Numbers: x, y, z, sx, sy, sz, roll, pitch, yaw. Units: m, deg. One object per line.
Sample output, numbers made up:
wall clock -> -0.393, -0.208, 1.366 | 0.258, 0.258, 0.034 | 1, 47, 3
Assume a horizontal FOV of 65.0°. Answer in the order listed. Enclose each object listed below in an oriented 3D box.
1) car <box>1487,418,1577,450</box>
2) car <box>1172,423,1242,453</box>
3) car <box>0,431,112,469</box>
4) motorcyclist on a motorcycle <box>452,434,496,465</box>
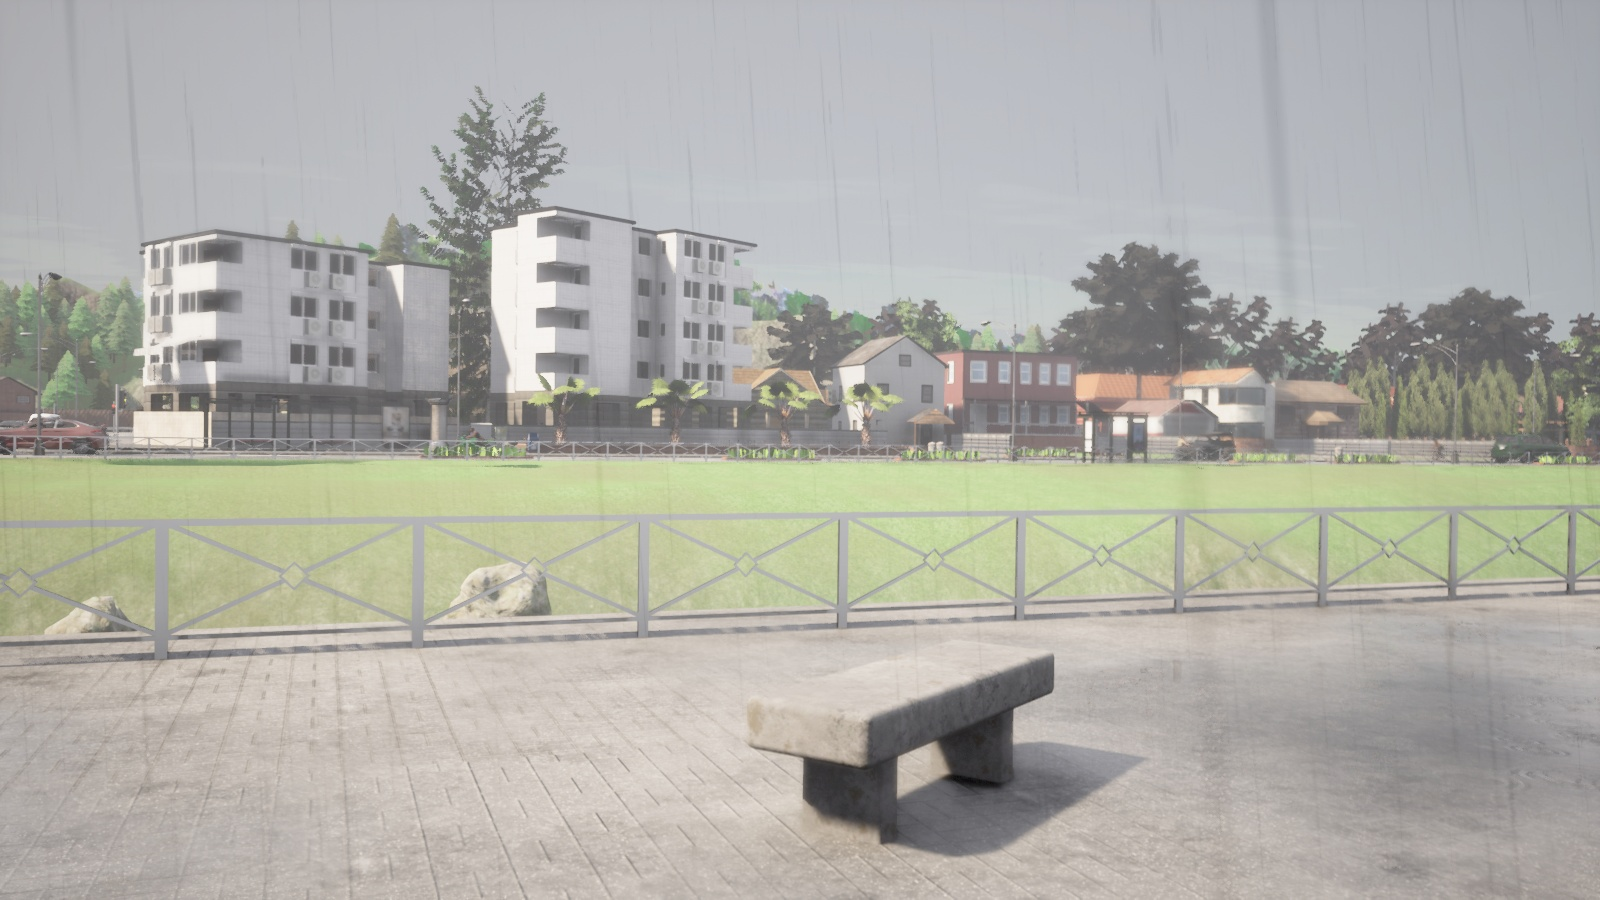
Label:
car -> 49.019, -1.100, 84.107 | 5.566, 2.045, 2.150 | -1, 1, -21
car -> 25.789, -0.784, 79.571 | 3.866, 1.878, 1.905 | -1, 1, -21
car -> -34.147, -0.019, 56.824 | 5.027, 1.651, 2.152 | -1, 1, -21
motorcyclist on a motorcycle -> -16.493, -0.046, 63.529 | 2.044, 1.523, 0.797 | -1, 1, -21
